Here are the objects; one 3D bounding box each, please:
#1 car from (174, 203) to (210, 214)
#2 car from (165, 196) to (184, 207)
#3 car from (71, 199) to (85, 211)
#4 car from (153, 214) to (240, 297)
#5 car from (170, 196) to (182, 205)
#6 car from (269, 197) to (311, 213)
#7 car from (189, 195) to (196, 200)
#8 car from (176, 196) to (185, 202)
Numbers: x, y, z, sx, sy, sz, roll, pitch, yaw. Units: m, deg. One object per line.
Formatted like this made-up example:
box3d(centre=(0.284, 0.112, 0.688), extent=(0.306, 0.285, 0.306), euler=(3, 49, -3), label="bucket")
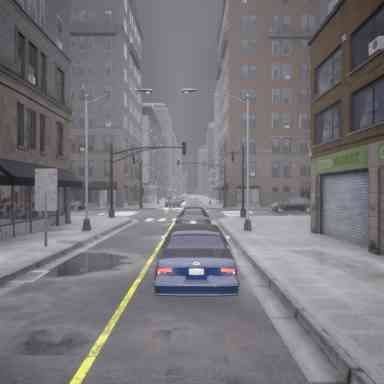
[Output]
box3d(centre=(0.088, 1.563, 19.689), extent=(1.994, 1.385, 4.181), euler=(0, 0, 0), label="car")
box3d(centre=(-2.811, 1.351, 49.799), extent=(2.097, 1.767, 4.553), euler=(0, 0, 1), label="car")
box3d(centre=(-14.698, 1.539, 39.244), extent=(4.313, 1.339, 1.947), euler=(0, 0, 0), label="car")
box3d(centre=(0.093, 1.547, 8.772), extent=(2.033, 1.411, 5.357), euler=(0, 0, 0), label="car")
box3d(centre=(-2.759, 1.526, 58.528), extent=(1.812, 1.442, 4.674), euler=(0, 0, 0), label="car")
box3d(centre=(10.885, 1.353, 36.641), extent=(4.553, 1.767, 2.097), euler=(0, 0, 0), label="car")
box3d(centre=(0.110, 1.530, 91.501), extent=(1.812, 1.442, 4.674), euler=(0, 0, 0), label="car")
box3d(centre=(-2.655, 1.599, 78.845), extent=(1.895, 1.301, 4.718), euler=(0, 0, 0), label="car")
